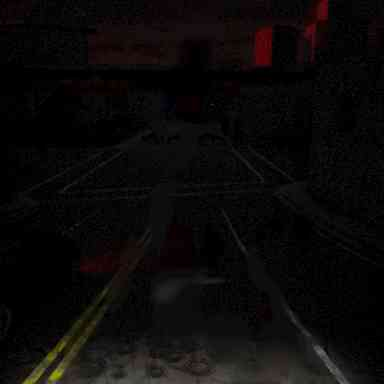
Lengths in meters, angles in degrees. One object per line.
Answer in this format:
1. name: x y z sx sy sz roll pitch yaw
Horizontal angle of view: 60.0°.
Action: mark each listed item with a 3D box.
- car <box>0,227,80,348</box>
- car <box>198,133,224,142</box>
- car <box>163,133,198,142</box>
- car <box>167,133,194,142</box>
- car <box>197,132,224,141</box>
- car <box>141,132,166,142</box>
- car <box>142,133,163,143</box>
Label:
1. car: -3.567 1.459 6.204 1.812 1.442 4.674 0 1 0
2. car: 3.309 -9.696 59.133 4.974 1.542 2.038 8 16 28
3. car: -2.062 -9.512 58.401 4.974 1.542 2.038 -10 17 -35
4. car: -2.021 -9.672 58.392 4.536 1.218 1.853 -10 17 -35
5. car: 3.264 -9.855 59.119 4.536 1.218 1.853 8 16 28
6. car: -6.708 -9.679 58.415 4.536 1.218 1.853 13 19 42
7. car: -6.670 -9.517 58.419 4.974 1.542 2.038 13 19 42
